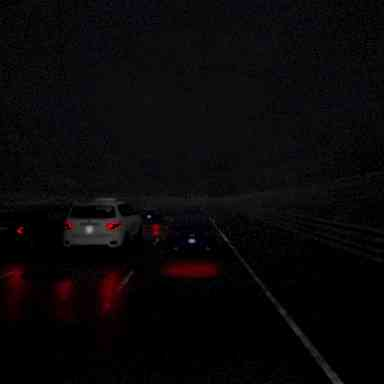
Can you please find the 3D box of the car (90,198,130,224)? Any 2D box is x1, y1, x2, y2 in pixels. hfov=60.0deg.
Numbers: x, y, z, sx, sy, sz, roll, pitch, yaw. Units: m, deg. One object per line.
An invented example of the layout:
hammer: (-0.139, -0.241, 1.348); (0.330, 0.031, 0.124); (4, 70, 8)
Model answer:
car: (-7.002, 1.534, 29.027); (2.150, 2.045, 5.566); (0, -1, 0)

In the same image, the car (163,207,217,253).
car: (0.005, 1.628, 14.488); (1.882, 1.535, 5.008); (0, 0, 0)

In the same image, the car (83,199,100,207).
car: (-21.679, 2.345, 71.892); (2.128, 1.511, 4.902); (0, -1, -1)

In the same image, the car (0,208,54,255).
car: (-7.000, 1.496, 14.092); (2.097, 1.767, 4.553); (0, -1, 0)

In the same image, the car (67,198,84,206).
car: (-25.179, 2.172, 71.839); (2.097, 1.767, 4.553); (0, -1, -1)

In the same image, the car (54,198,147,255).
car: (-3.500, 1.362, 14.036); (2.150, 2.045, 5.566); (0, 0, 0)

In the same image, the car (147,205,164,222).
car: (-3.498, 1.847, 29.403); (1.812, 1.442, 4.674); (0, -1, 0)
